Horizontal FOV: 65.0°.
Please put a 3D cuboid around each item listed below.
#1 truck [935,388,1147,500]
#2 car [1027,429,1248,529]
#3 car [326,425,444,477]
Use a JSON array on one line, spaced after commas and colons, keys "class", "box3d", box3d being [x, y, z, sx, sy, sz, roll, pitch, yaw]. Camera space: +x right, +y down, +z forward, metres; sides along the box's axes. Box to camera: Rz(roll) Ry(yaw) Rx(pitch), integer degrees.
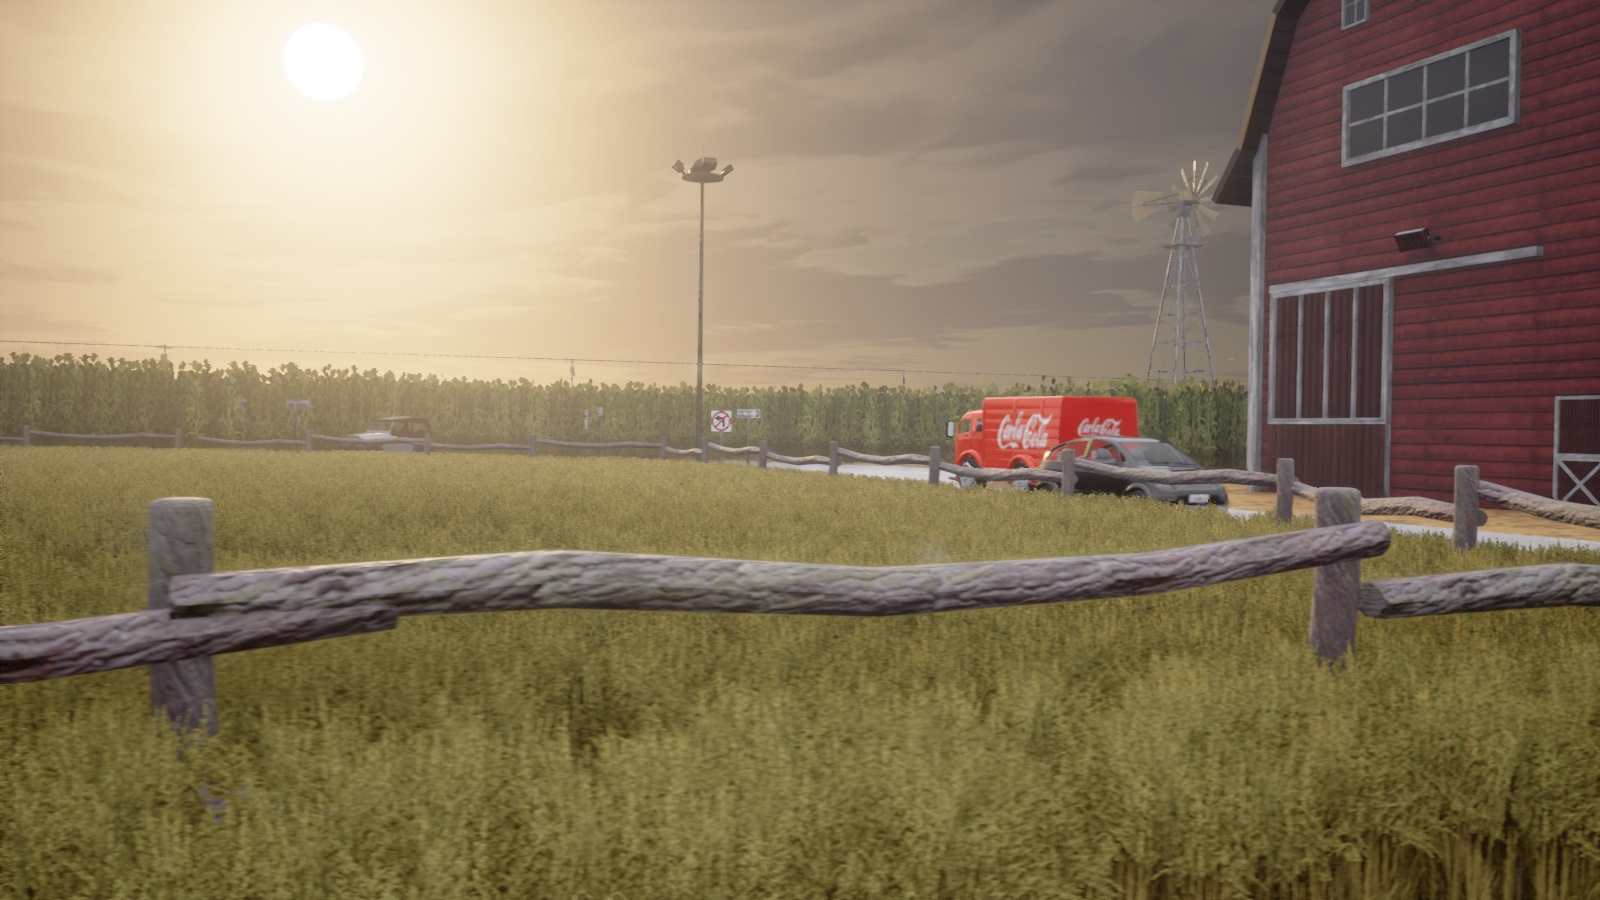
[{"class": "truck", "box3d": [5.717, -0.169, 30.588, 2.627, 2.467, 5.204, -1, 1, -23]}, {"class": "car", "box3d": [5.699, 0.428, 21.644, 1.789, 1.549, 3.705, -1, 1, -23]}, {"class": "car", "box3d": [-15.566, -0.004, 47.248, 1.905, 1.878, 3.866, 1, 1, 34]}]
